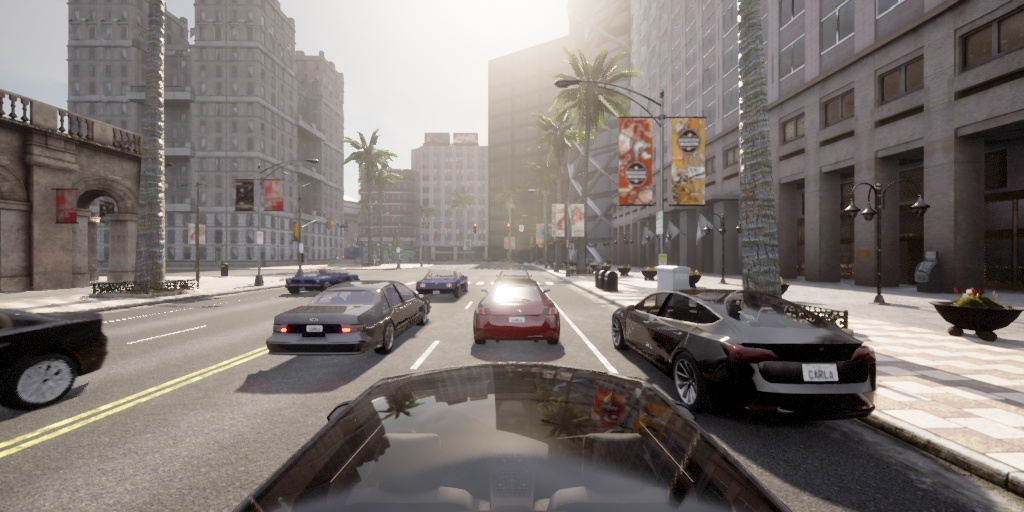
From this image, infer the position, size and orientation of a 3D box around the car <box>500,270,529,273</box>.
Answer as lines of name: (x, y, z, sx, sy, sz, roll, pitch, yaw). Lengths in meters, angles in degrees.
car: (0.105, 1.350, 18.376, 1.895, 1.301, 4.718, 0, 0, 0)

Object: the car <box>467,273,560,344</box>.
car: (0.103, 1.314, 9.568, 1.994, 1.385, 4.181, 0, 0, 0)

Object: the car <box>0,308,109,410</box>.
car: (-7.094, 1.227, 3.305, 1.882, 1.535, 5.008, 0, 0, 0)

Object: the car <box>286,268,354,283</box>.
car: (-10.497, 1.350, 20.156, 1.895, 1.301, 4.718, 0, 0, 0)

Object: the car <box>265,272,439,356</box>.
car: (-3.400, 1.297, 8.686, 2.033, 1.411, 5.357, 0, 0, 0)

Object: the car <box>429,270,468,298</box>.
car: (-3.396, 1.350, 18.335, 1.895, 1.301, 4.718, 0, 0, 0)
